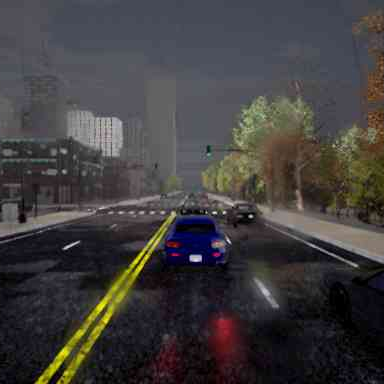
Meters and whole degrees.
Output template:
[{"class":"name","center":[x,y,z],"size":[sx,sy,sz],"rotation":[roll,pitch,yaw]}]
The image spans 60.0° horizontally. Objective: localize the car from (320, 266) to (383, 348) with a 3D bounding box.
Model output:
[{"class":"car","center":[3.346,1.523,3.871],"size":[2.033,1.411,5.357],"rotation":[0,0,0]}]

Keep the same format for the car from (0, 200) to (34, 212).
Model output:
[{"class":"car","center":[-19.999,1.593,37.182],"size":[4.313,1.339,1.947],"rotation":[-1,2,0]}]

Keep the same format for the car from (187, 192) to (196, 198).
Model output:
[{"class":"car","center":[-0.109,0.948,87.638],"size":[1.837,1.490,4.892],"rotation":[0,0,0]}]

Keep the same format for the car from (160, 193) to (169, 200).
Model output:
[{"class":"car","center":[-6.596,1.035,79.137],"size":[1.812,1.442,4.674],"rotation":[0,0,0]}]

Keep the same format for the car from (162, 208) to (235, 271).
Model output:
[{"class":"car","center":[0.100,1.460,10.596],"size":[1.812,1.442,4.674],"rotation":[0,1,0]}]

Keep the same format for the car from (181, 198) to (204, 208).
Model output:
[{"class":"car","center":[0.070,1.440,26.397],"size":[1.895,1.301,4.718],"rotation":[0,0,0]}]

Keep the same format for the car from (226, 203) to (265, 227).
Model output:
[{"class":"car","center":[3.325,1.417,21.331],"size":[2.033,1.411,5.357],"rotation":[0,0,0]}]

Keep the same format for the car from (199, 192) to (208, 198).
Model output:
[{"class":"car","center":[3.141,0.998,88.059],"size":[1.994,1.385,4.181],"rotation":[0,0,0]}]
